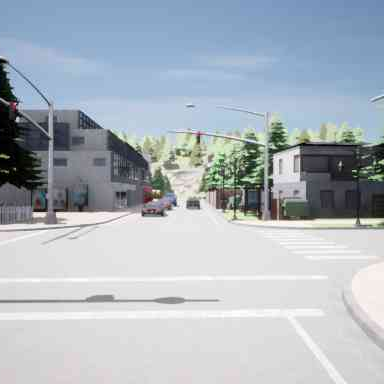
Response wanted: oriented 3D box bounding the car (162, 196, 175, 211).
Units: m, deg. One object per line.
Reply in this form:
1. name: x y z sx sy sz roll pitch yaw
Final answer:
1. car: -3.535 1.526 41.823 1.812 1.442 4.674 0 0 0

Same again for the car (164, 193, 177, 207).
1. car: -3.519 1.221 52.455 2.150 2.045 5.566 0 0 0

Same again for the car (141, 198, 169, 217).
1. car: -3.554 1.564 31.238 1.994 1.385 4.181 0 0 0

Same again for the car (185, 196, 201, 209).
1. car: 0.158 1.505 46.112 1.837 1.490 4.892 0 0 0

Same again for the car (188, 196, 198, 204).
1. car: 0.188 1.547 66.478 2.033 1.411 5.357 0 0 0
